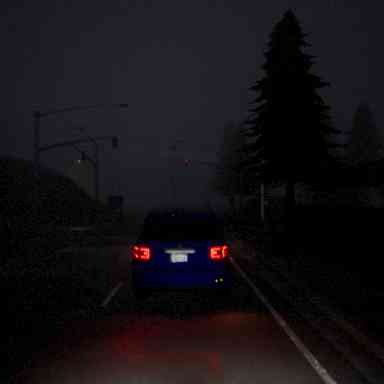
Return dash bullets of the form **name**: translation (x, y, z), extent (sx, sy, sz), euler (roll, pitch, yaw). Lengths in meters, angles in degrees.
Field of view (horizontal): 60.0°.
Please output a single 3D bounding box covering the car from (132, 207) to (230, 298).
- **car**: translation (-0.242, 1.428, 9.259), extent (2.150, 2.045, 5.566), euler (0, -1, 0)
